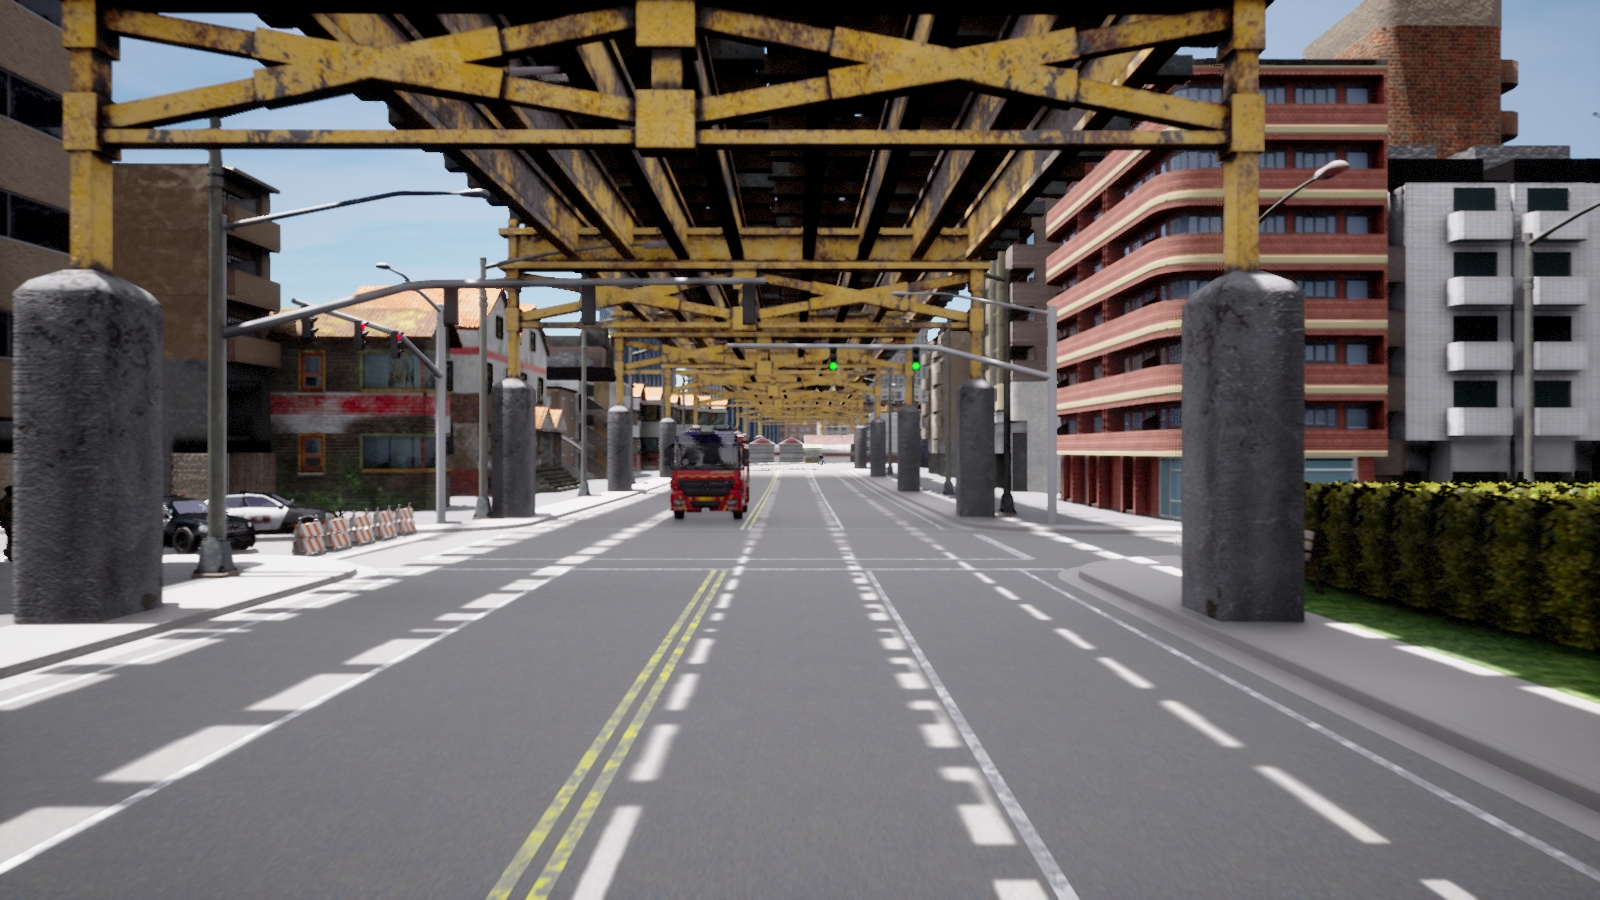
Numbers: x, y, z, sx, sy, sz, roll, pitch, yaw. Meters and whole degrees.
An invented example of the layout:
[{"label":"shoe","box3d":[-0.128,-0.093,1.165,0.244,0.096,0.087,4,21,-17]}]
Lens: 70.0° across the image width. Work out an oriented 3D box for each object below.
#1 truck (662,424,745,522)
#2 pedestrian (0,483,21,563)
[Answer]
[{"label":"truck","box3d":[-3.973,0.891,48.794,2.891,3.827,8.468,0,0,0]},{"label":"pedestrian","box3d":[-18.628,1.702,26.852,0.375,1.860,0.375,0,0,4]}]
